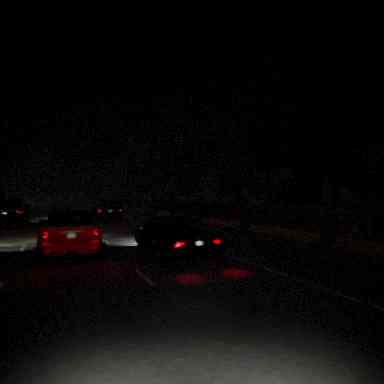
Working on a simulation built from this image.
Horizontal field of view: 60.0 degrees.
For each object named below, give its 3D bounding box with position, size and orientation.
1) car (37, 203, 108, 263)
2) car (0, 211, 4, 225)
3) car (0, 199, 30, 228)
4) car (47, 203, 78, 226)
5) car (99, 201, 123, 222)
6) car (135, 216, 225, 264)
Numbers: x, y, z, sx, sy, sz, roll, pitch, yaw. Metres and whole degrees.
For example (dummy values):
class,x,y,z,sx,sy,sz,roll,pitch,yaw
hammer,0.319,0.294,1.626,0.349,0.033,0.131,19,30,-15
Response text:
class,x,y,z,sx,sy,sz,roll,pitch,yaw
car,-4.721,1.464,12.835,2.097,1.767,4.553,-1,0,-22
car,-7.650,1.627,10.733,1.882,1.535,5.008,-1,0,-22
car,-13.279,1.500,24.421,2.150,2.045,5.566,-1,0,-22
car,-10.454,1.735,26.794,2.128,1.511,4.902,-1,0,-22
car,-7.182,1.549,28.038,2.097,1.767,4.553,-1,0,-22
car,-0.706,1.598,12.220,2.033,1.411,5.357,-1,0,-22
